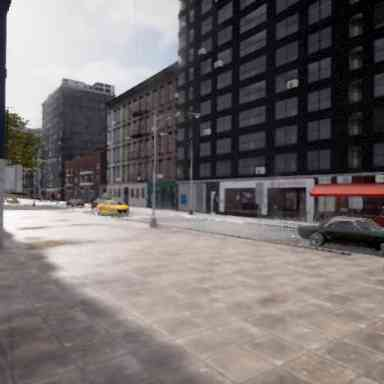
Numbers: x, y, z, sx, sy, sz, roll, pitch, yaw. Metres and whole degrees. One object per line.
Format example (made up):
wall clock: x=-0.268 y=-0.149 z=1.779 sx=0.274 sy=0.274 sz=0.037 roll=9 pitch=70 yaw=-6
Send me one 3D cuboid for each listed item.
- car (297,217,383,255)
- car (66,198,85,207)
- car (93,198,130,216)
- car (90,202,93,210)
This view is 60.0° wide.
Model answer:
car: x=6.712 y=1.688 z=13.331 sx=1.895 sy=1.301 sz=4.718 roll=1 pitch=-1 yaw=-36
car: x=-19.079 y=1.753 z=54.322 sx=2.033 sy=1.411 sz=5.357 roll=1 pitch=-1 yaw=-35
car: x=-8.066 y=1.608 z=33.952 sx=1.882 sy=1.535 sz=5.008 roll=1 pitch=-1 yaw=-36
car: x=-12.061 y=1.539 z=44.561 sx=2.097 sy=1.767 sz=4.553 roll=1 pitch=-1 yaw=-35
